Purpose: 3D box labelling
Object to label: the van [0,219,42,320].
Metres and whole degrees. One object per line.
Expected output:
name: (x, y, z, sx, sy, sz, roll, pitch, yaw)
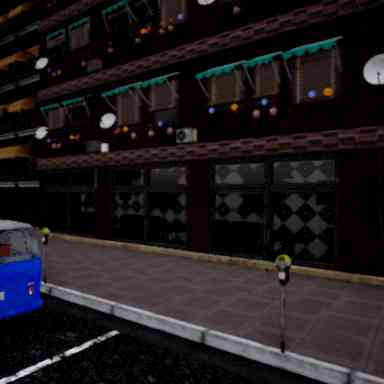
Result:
van: (-4.425, 1.335, 6.029, 3.998, 1.788, 1.690, 0, 0, 36)
